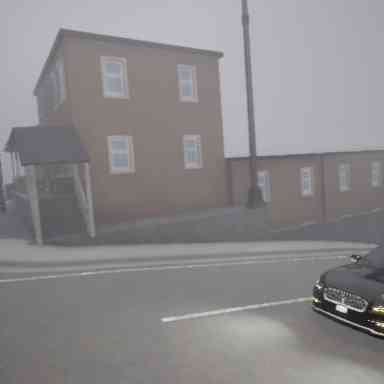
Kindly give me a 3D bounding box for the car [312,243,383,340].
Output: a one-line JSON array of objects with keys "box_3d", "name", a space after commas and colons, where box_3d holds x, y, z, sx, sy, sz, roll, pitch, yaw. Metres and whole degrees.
[{"box_3d": [4.474, 1.715, 6.380, 4.892, 1.490, 1.837, 4, -1, -29], "name": "car"}]
